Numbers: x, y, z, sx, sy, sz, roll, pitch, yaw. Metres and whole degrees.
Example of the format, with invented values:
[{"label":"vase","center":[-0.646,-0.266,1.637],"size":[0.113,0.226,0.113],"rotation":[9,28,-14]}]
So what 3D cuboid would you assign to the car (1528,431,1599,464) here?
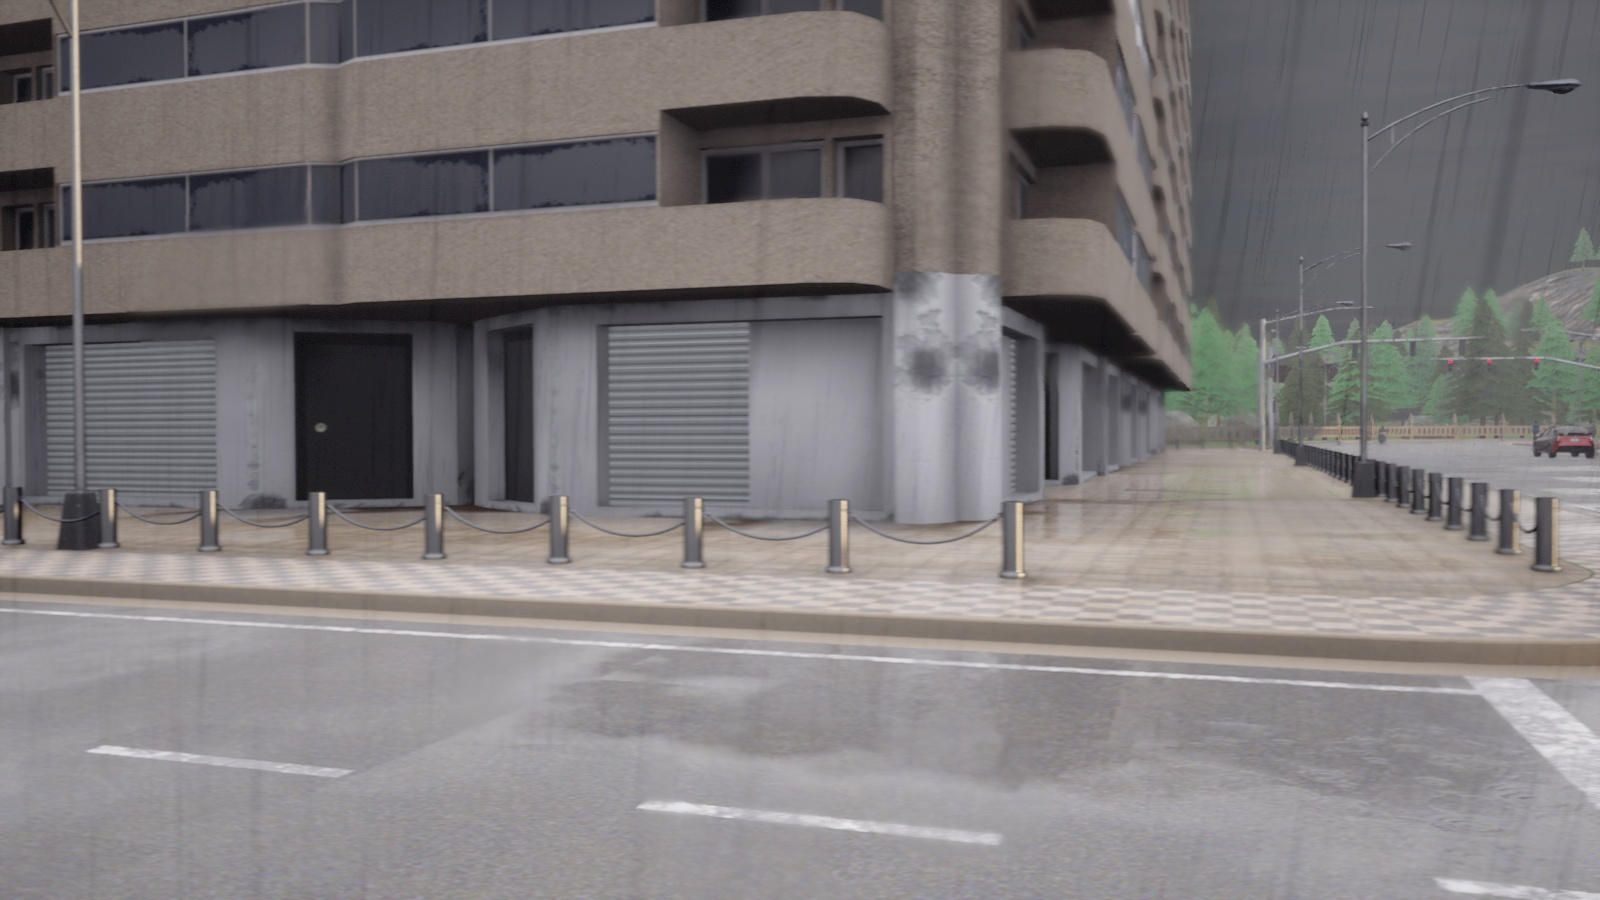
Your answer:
[{"label":"car","center":[36.576,-0.168,60.292],"size":[2.007,1.525,4.514],"rotation":[1,1,19]}]
